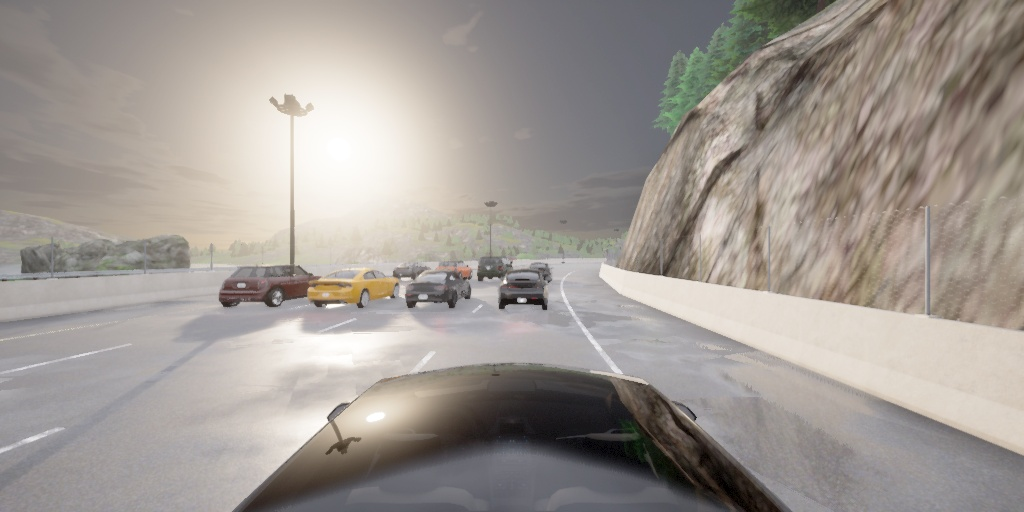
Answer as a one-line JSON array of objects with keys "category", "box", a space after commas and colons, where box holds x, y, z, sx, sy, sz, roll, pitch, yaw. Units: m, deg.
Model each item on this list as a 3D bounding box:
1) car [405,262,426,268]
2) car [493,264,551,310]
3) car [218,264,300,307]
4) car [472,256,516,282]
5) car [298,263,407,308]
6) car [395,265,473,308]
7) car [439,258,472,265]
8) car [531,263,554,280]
[{"category": "car", "box": [-8.159, 1.245, 29.985, 2.128, 1.511, 4.902, 0, 0, 9]}, {"category": "car", "box": [0.531, 1.266, 14.692, 1.837, 1.490, 4.892, 0, 0, 5]}, {"category": "car", "box": [-9.937, 1.116, 15.506, 2.097, 1.767, 4.553, 0, 0, 5]}, {"category": "car", "box": [-1.248, 1.008, 28.872, 2.150, 2.045, 5.566, 0, 0, 9]}, {"category": "car", "box": [-6.446, 1.235, 15.255, 1.882, 1.535, 5.008, 0, 0, 5]}, {"category": "car", "box": [-2.957, 1.283, 14.973, 1.812, 1.442, 4.674, 0, 0, 5]}, {"category": "car", "box": [-4.711, 1.116, 29.384, 2.097, 1.767, 4.553, 0, 0, 9]}, {"category": "car", "box": [2.200, 1.266, 28.271, 1.837, 1.490, 4.892, 0, 0, 9]}]
